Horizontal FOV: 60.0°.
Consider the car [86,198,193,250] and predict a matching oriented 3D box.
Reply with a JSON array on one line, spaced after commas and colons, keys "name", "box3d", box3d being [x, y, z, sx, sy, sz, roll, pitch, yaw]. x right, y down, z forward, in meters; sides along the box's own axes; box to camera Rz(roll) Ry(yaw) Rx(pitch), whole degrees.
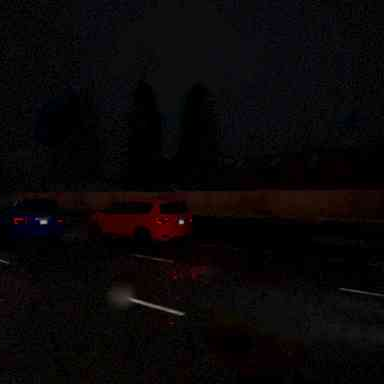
[{"name": "car", "box3d": [-2.475, 1.300, 14.958, 5.566, 2.045, 2.150, 0, 0, 40]}]

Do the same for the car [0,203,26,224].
[{"name": "car", "box3d": [-15.702, 1.717, 27.580, 2.033, 1.411, 5.357, 0, 0, -42]}]

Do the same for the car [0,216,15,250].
[{"name": "car", "box3d": [-7.658, 1.558, 10.227, 4.902, 1.511, 2.128, 0, 0, 40]}]

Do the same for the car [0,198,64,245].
[{"name": "car", "box3d": [-7.937, 1.313, 15.066, 5.566, 2.045, 2.150, 0, 0, 41]}]
